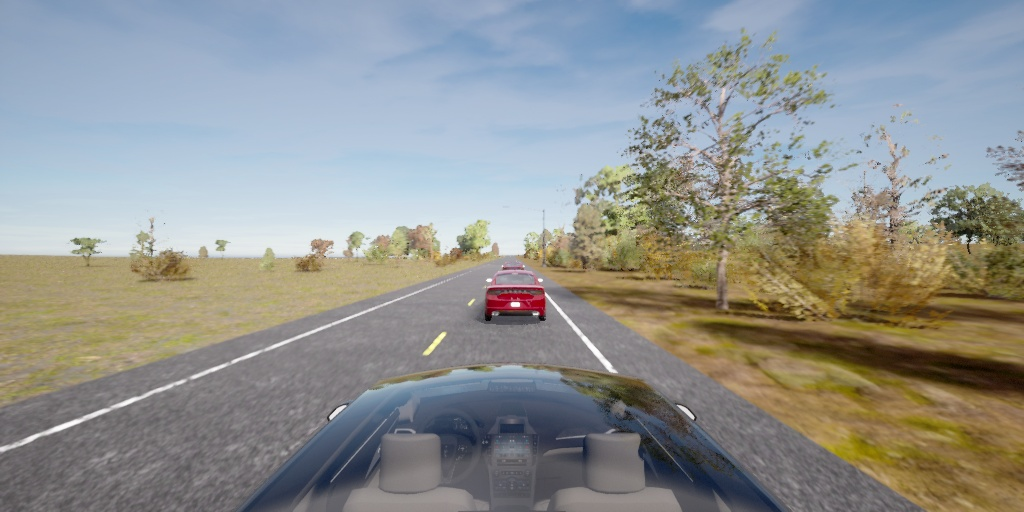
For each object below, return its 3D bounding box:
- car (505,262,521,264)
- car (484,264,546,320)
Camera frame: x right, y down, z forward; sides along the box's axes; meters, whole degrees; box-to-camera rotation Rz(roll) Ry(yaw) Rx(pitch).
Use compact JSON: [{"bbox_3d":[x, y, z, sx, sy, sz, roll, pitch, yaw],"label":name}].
[{"bbox_3d":[0.104,1.217,31.049,1.882,1.535,5.008,0,0,0],"label":"car"},{"bbox_3d":[0.102,1.227,12.679,1.882,1.535,5.008,0,0,0],"label":"car"}]
